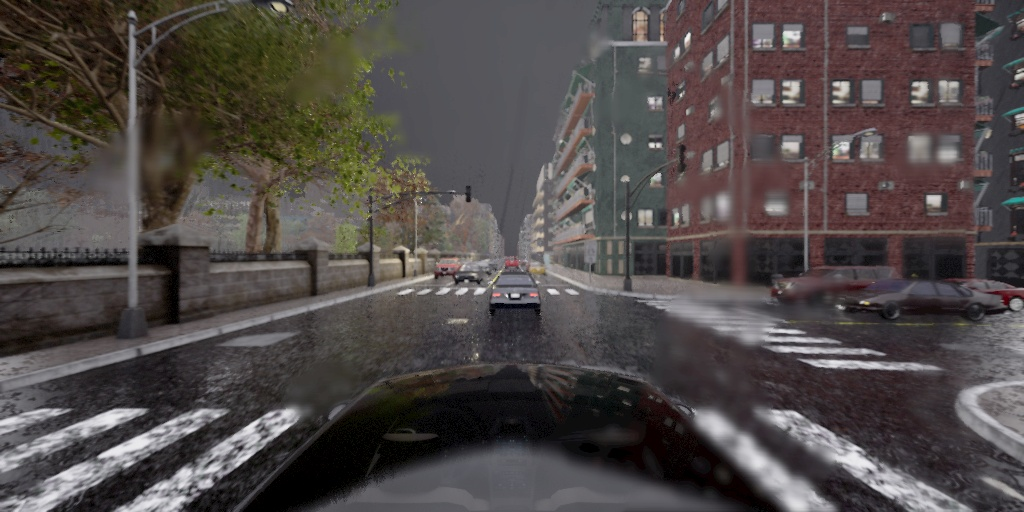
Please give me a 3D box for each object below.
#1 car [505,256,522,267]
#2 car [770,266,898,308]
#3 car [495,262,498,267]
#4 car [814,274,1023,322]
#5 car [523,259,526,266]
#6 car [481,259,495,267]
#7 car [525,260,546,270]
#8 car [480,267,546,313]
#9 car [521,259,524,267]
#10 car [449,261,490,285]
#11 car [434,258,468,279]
[{"bbox_3d":[0.001,1.064,57.663,2.150,2.045,5.566,0,0,0],"label":"car"},{"bbox_3d":[14.599,1.357,16.146,5.009,1.841,2.192,0,0,0],"label":"car"},{"bbox_3d":[-3.059,1.377,51.489,2.033,1.411,5.357,0,0,1],"label":"car"},{"bbox_3d":[15.084,1.606,13.555,5.357,1.411,2.033,1,0,0],"label":"car"},{"bbox_3d":[2.690,1.361,43.802,1.888,1.381,4.507,0,0,0],"label":"car"},{"bbox_3d":[-3.089,1.329,37.671,1.812,1.442,4.674,0,0,0],"label":"car"},{"bbox_3d":[2.690,1.330,38.437,1.751,1.417,4.829,0,0,0],"label":"car"},{"bbox_3d":[0.101,1.313,13.954,2.033,1.411,5.357,0,0,0],"label":"car"},{"bbox_3d":[2.690,1.377,49.338,2.007,1.370,4.403,0,0,0],"label":"car"},{"bbox_3d":[-3.092,1.333,27.050,2.033,1.411,5.357,0,0,0],"label":"car"},{"bbox_3d":[-5.690,1.109,32.731,2.192,1.841,5.009,0,0,0],"label":"car"}]
